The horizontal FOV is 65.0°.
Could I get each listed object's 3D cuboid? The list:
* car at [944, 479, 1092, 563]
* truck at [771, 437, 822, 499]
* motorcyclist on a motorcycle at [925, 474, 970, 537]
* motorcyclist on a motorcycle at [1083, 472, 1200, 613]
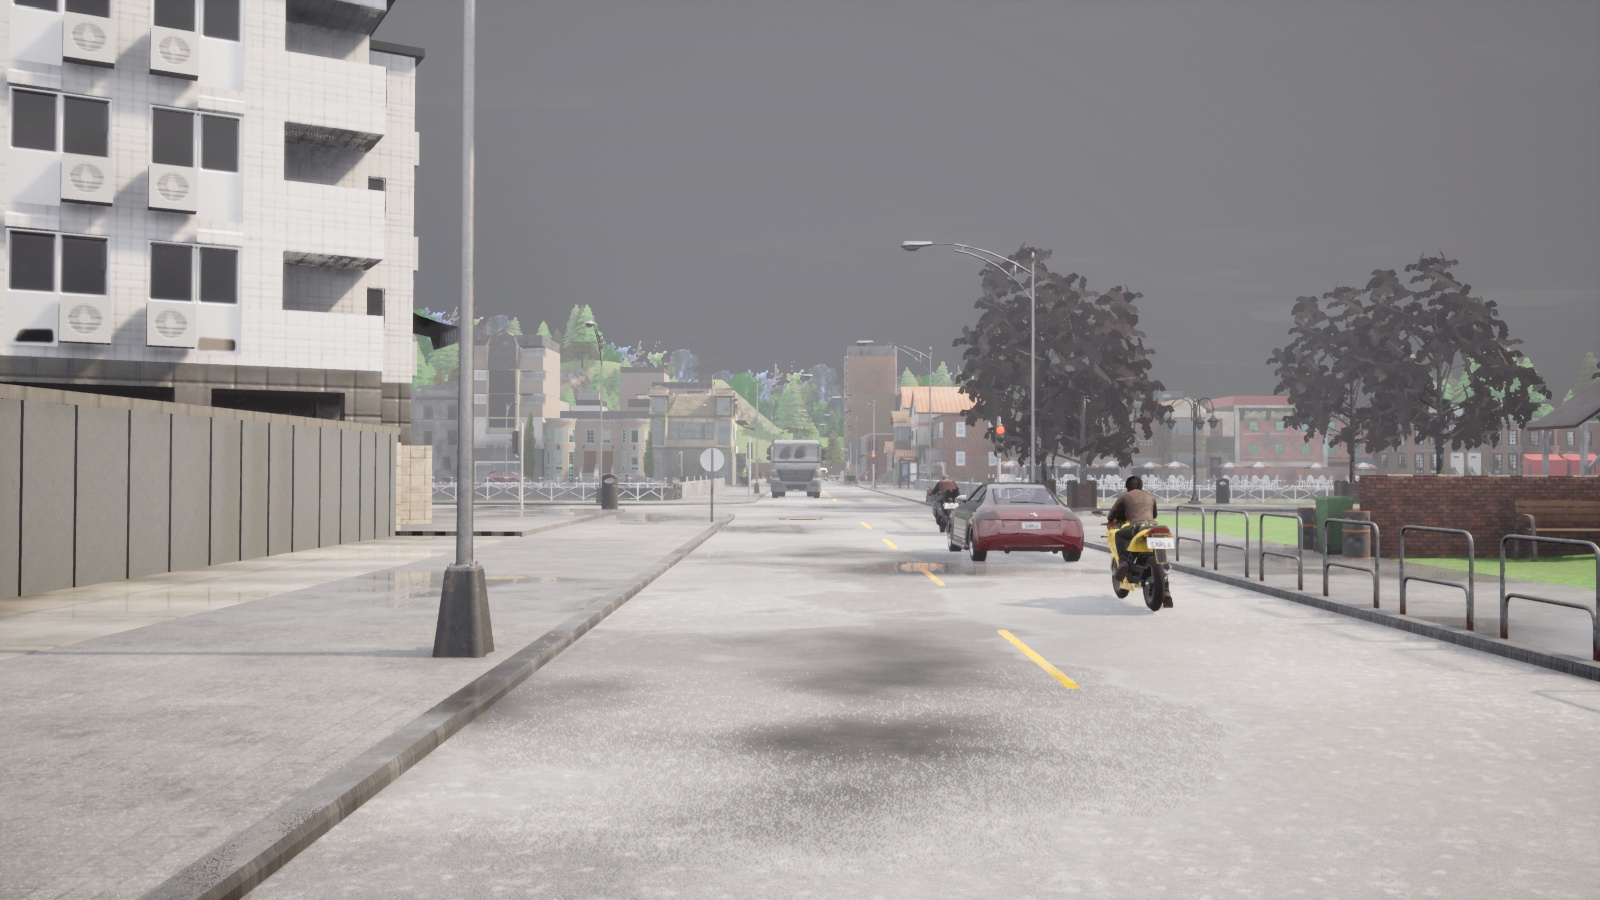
[{"bbox_3d":[3.933,1.254,23.348,1.994,1.385,4.181,0,-1,0],"label":"car"},{"bbox_3d":[-0.218,1.085,74.708,2.891,3.462,7.936,0,-1,0],"label":"truck"},{"bbox_3d":[3.677,1.362,31.448,0.866,1.530,2.191,0,-1,0],"label":"motorcyclist on a motorcycle"},{"bbox_3d":[3.957,1.028,14.727,0.797,1.523,2.044,0,-1,0],"label":"motorcyclist on a motorcycle"}]
